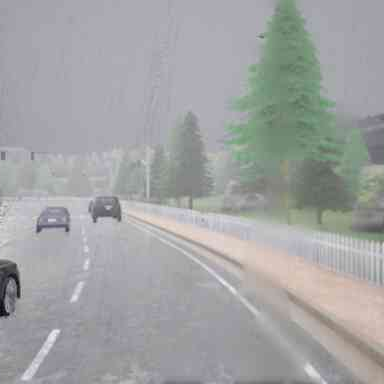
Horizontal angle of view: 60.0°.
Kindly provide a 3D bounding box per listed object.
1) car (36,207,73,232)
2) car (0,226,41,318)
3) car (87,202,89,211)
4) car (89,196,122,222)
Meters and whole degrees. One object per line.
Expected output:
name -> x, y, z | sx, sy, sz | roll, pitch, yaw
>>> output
car -> -8.591, 1.638, 20.950 | 2.033, 1.411, 5.357 | 0, 0, -19
car -> -4.033, 1.520, 4.530 | 2.128, 1.511, 4.902 | 0, 0, -7
car -> -11.809, 1.666, 41.101 | 1.837, 1.490, 4.892 | 0, 0, -19
car -> -7.104, 1.324, 27.474 | 2.150, 2.045, 5.566 | 0, 0, -19
